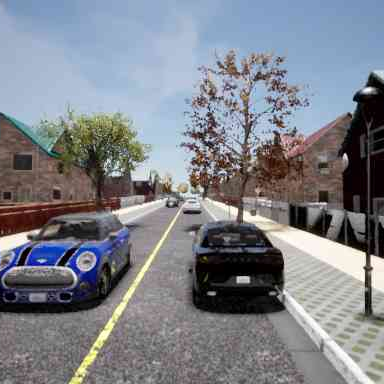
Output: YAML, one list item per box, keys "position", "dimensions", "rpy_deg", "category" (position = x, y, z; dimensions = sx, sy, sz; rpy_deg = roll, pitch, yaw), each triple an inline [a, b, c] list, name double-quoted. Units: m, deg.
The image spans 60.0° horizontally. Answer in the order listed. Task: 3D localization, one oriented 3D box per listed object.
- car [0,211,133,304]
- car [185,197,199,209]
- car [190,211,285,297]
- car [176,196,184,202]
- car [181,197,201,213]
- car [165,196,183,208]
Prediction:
- position: [-2.861, 1.360, 8.396]
  dimensions: [2.097, 1.767, 4.553]
  rpy_deg: [0, 0, 0]
  category: "car"
- position: [-0.017, 1.535, 47.196]
  dimensions: [1.882, 1.535, 5.008]
  rpy_deg: [0, 0, 0]
  category: "car"
- position: [0.951, 1.486, 8.675]
  dimensions: [1.882, 1.535, 5.008]
  rpy_deg: [0, 0, 0]
  category: "car"
- position: [-2.869, 1.654, 78.741]
  dimensions: [1.812, 1.442, 4.674]
  rpy_deg: [0, 0, 0]
  category: "car"
- position: [0.019, 1.569, 36.794]
  dimensions: [1.812, 1.442, 4.674]
  rpy_deg: [0, 0, 0]
  category: "car"
- position: [-2.918, 1.551, 49.072]
  dimensions: [2.128, 1.511, 4.902]
  rpy_deg: [0, 0, 0]
  category: "car"
